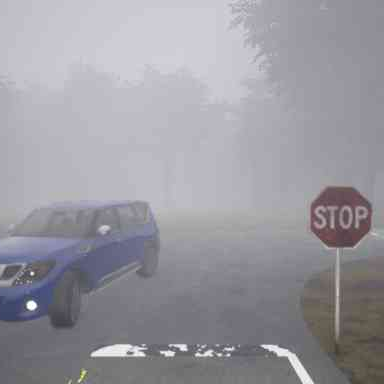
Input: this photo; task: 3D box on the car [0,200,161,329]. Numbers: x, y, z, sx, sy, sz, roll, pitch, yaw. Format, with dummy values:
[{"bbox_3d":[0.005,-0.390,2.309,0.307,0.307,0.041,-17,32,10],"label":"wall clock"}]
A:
[{"bbox_3d":[-2.518,1.223,7.495,2.150,2.045,5.566,-1,0,16],"label":"car"}]
